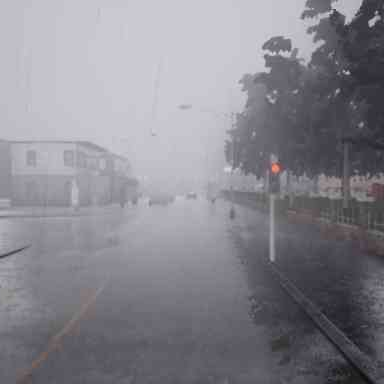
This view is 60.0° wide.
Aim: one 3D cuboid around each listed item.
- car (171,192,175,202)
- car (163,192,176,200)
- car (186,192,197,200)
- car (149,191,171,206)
[{"bbox_3d":[-4.079,0.684,51.576,2.097,1.767,4.553,0,1,0],"label":"car"},{"bbox_3d":[-4.079,0.693,61.625,2.128,1.511,4.902,0,1,0],"label":"car"},{"bbox_3d":[-0.085,0.675,61.908,1.882,1.535,5.008,0,1,0],"label":"car"},{"bbox_3d":[-4.129,0.810,41.823,2.097,1.767,4.553,0,1,0],"label":"car"}]
